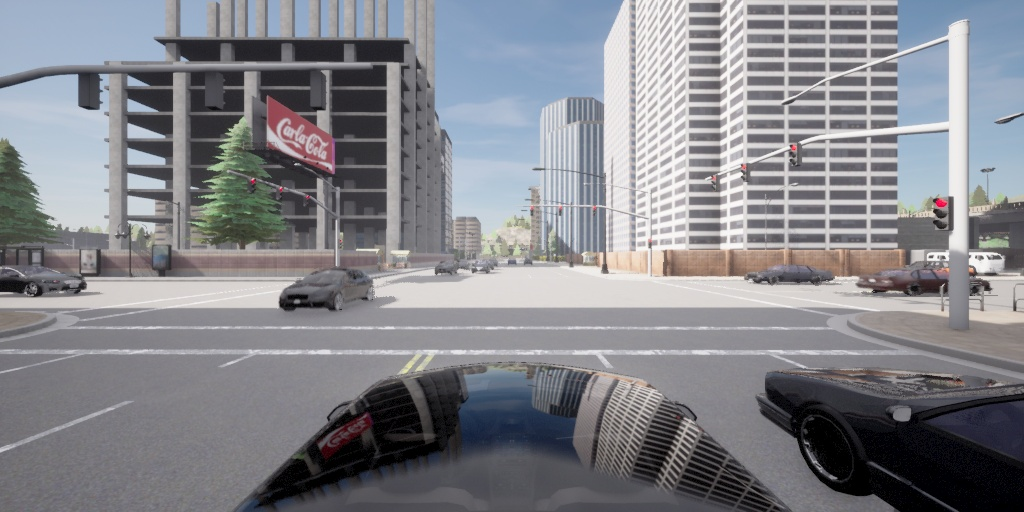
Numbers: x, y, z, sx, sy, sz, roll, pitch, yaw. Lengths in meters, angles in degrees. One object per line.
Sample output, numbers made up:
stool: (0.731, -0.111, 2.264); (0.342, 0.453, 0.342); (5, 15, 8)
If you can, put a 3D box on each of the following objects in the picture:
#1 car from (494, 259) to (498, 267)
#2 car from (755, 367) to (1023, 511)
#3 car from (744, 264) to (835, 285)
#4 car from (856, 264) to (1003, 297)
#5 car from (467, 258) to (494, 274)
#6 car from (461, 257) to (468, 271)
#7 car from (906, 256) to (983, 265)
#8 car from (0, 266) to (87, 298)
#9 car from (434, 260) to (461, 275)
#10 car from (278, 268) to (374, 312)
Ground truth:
car: (-3.577, 1.241, 51.853); (2.128, 1.511, 4.902); (0, 0, 0)
car: (3.597, 1.297, 1.449); (2.033, 1.411, 5.357); (0, 0, 0)
car: (19.646, 1.297, 25.495); (5.357, 1.411, 2.033); (0, 0, 0)
car: (20.837, 1.297, 18.271); (5.357, 1.411, 2.033); (0, 0, -1)
car: (-3.584, 1.241, 41.786); (2.128, 1.511, 4.902); (0, 0, 0)
car: (-7.077, 1.252, 50.543); (1.837, 1.490, 4.892); (0, 1, 0)
car: (29.655, 1.102, 25.517); (4.553, 1.767, 2.097); (0, 0, 1)
car: (-24.548, 1.241, 18.079); (4.902, 1.511, 2.128); (0, 0, 0)
car: (-7.084, 1.254, 38.786); (1.837, 1.490, 4.892); (0, 0, 0)
car: (-7.094, 1.255, 14.268); (1.837, 1.490, 4.892); (0, 0, 0)
